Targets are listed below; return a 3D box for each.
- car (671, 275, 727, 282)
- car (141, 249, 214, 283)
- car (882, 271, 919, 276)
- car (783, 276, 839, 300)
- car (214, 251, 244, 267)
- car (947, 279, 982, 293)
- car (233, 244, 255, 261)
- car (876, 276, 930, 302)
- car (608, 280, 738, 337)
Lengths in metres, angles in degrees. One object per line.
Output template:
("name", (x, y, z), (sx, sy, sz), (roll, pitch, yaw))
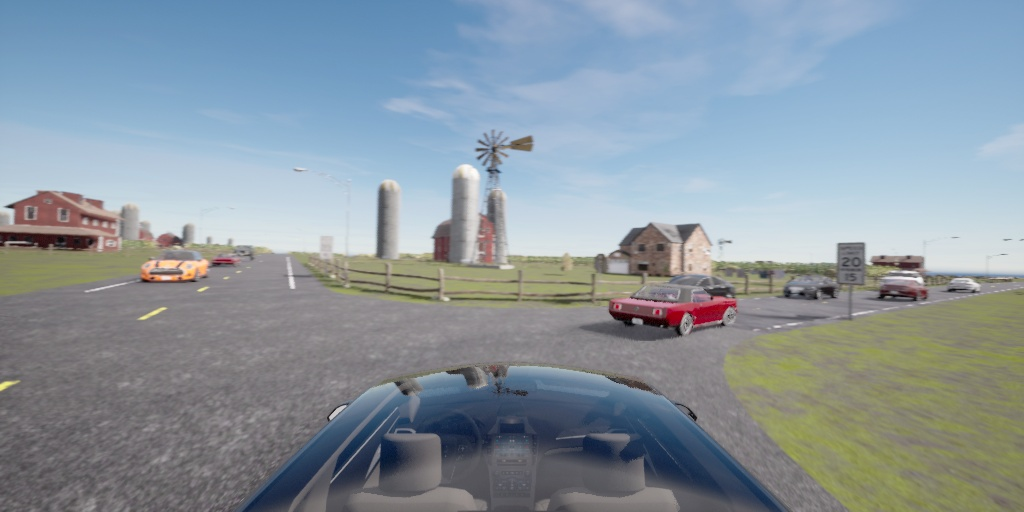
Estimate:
("car", (8.351, 1.626, 16.561), (4.892, 1.490, 1.837), (1, 0, -32))
("car", (-18.381, 0.478, 19.769), (2.097, 1.767, 4.553), (2, 0, -32))
("car", (38.664, 2.514, 35.606), (5.566, 2.045, 2.150), (2, -1, -32))
("car", (19.943, 2.064, 23.875), (4.902, 1.511, 2.128), (2, -1, -32))
("car", (-28.349, 0.416, 35.662), (1.895, 1.301, 4.718), (2, 0, -32))
("car", (48.401, 3.164, 38.396), (4.674, 1.442, 1.812), (3, -1, -32))
("car", (-36.875, -0.560, 49.436), (2.150, 2.045, 5.566), (2, 0, -32))
("car", (27.485, 2.344, 25.158), (4.674, 1.442, 1.812), (2, -1, -32))
("car", (5.145, 1.554, 11.081), (4.718, 1.301, 1.895), (2, -1, -39))
